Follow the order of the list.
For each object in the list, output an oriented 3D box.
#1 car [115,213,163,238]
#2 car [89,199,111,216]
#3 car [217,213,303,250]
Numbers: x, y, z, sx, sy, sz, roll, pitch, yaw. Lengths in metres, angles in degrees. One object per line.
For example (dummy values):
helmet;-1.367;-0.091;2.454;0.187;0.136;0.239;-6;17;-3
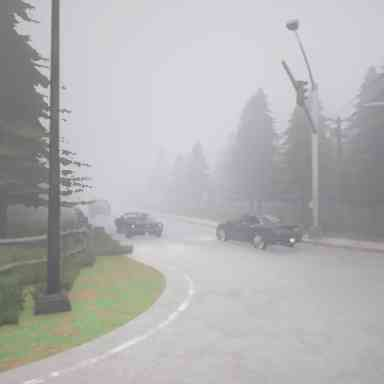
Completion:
car;-3.164;1.884;19.362;1.895;1.301;4.718;0;-1;-22
car;-11.211;1.831;40.259;2.150;2.045;5.566;0;-1;-21
car;2.975;1.737;15.667;1.837;1.490;4.892;1;-1;-27
